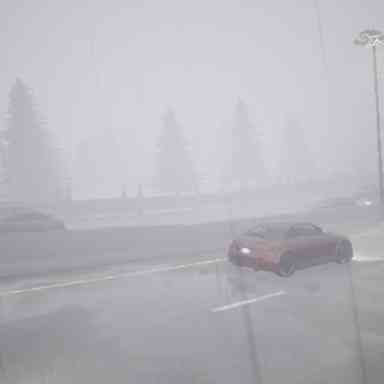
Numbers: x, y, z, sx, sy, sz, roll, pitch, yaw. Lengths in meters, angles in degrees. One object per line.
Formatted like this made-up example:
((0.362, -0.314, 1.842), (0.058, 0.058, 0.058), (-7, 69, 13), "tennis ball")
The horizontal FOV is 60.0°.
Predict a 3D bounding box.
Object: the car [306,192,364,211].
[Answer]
((10.196, 1.031, 24.157), (4.674, 1.442, 1.812), (-4, 2, -35), "car")

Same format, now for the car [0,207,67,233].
((-8.072, 1.567, 15.428), (4.181, 1.385, 1.994), (0, 0, -35), "car")

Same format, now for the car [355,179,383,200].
((18.507, -0.098, 34.365), (4.892, 1.490, 1.837), (-8, 5, -35), "car")

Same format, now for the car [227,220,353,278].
((3.096, 1.560, 10.255), (4.181, 1.385, 1.994), (0, 0, -36), "car")

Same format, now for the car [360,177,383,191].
((23.632, -0.999, 42.280), (4.718, 1.301, 1.895), (-8, 5, -35), "car")

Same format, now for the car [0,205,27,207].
((-10.189, 1.480, 18.218), (5.008, 1.535, 1.882), (0, 0, -35), "car")
